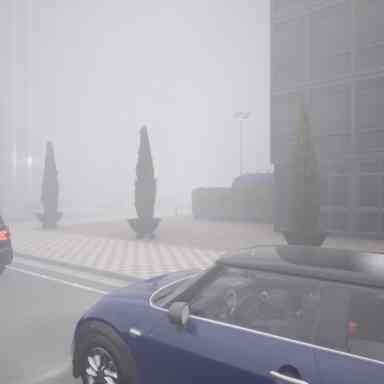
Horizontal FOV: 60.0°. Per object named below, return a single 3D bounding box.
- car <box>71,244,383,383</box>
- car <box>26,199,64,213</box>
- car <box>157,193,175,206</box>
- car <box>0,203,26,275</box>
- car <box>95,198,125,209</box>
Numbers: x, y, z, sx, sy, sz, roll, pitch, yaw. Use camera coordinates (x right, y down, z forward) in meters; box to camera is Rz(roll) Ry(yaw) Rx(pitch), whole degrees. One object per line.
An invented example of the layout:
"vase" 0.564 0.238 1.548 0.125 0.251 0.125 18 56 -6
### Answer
"car" 0.807 1.352 3.418 4.553 1.767 2.097 0 0 36
"car" -16.814 1.491 37.206 2.128 1.511 4.902 0 0 35
"car" -5.029 1.221 54.024 2.150 2.045 5.566 0 0 35
"car" -7.056 1.222 9.004 5.566 2.045 2.150 0 0 36
"car" -11.115 1.564 45.343 1.994 1.385 4.181 0 0 35
